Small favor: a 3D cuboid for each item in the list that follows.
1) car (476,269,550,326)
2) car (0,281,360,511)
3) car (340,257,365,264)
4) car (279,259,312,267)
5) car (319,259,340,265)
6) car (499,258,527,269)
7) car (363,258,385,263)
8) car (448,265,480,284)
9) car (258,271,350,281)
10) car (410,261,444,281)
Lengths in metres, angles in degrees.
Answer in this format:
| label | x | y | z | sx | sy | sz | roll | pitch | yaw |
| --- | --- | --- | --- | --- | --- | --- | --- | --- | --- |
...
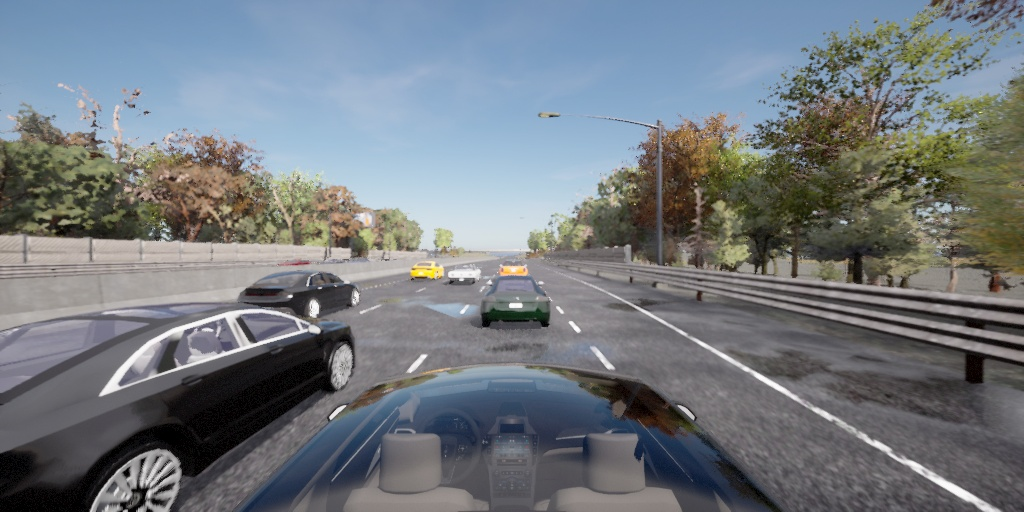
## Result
| label | x | y | z | sx | sy | sz | roll | pitch | yaw |
| --- | --- | --- | --- | --- | --- | --- | --- | --- | --- |
| car | 0.103 | 1.291 | 11.604 | 1.994 | 1.385 | 4.181 | 0 | 0 | 0 |
| car | -3.400 | 1.237 | 3.795 | 2.128 | 1.511 | 4.902 | 0 | 0 | 0 |
| car | -21.052 | 1.023 | 49.038 | 2.097 | 1.767 | 4.553 | 0 | 0 | 0 |
| car | -28.054 | 1.151 | 46.567 | 1.882 | 1.535 | 5.008 | 0 | 0 | 0 |
| car | -24.547 | 1.163 | 49.193 | 2.128 | 1.511 | 4.902 | 0 | 0 | 0 |
| car | 0.106 | 1.050 | 27.674 | 2.097 | 1.767 | 4.553 | 0 | 0 | 0 |
| car | -17.562 | 1.274 | 47.624 | 1.895 | 1.301 | 4.718 | 0 | 0 | 0 |
| car | -3.392 | 1.301 | 26.440 | 1.895 | 1.301 | 4.718 | 0 | 0 | 0 |
| car | -6.897 | 1.231 | 12.210 | 1.837 | 1.490 | 4.892 | 0 | 0 | 0 |
| car | -6.889 | 1.173 | 29.565 | 1.882 | 1.535 | 5.008 | 0 | 0 | 0 |
